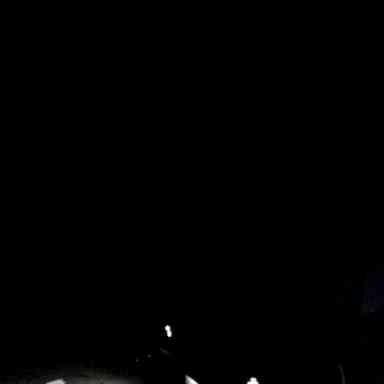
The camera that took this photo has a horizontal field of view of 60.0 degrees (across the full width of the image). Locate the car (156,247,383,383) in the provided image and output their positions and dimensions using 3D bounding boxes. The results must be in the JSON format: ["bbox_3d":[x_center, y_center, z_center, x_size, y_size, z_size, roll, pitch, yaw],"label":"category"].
[{"bbox_3d":[2.177,1.602,4.940,5.357,1.411,2.033,1,-1,-36],"label":"car"}]
